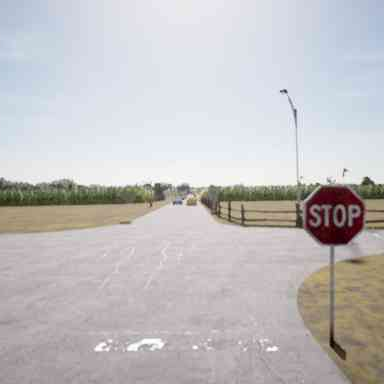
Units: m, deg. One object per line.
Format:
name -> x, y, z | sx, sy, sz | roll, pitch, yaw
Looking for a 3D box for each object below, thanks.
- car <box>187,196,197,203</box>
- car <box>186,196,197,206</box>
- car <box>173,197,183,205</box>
car -> -0.072, 1.646, 71.514 | 2.128, 1.511, 4.902 | 0, -1, 0
car -> -0.062, 1.687, 61.090 | 1.882, 1.535, 5.008 | 0, 0, 0
car -> -2.817, 1.767, 65.676 | 1.812, 1.442, 4.674 | 0, 0, 0
